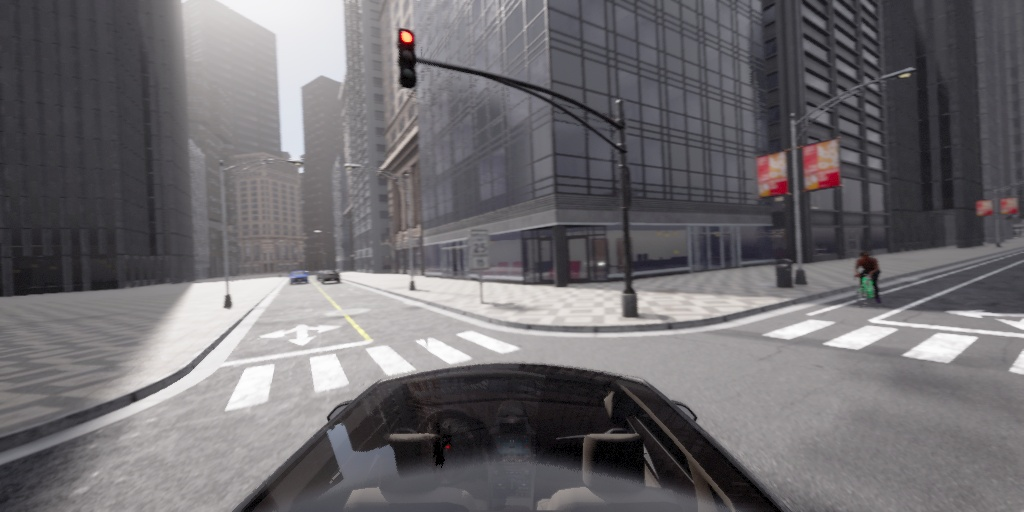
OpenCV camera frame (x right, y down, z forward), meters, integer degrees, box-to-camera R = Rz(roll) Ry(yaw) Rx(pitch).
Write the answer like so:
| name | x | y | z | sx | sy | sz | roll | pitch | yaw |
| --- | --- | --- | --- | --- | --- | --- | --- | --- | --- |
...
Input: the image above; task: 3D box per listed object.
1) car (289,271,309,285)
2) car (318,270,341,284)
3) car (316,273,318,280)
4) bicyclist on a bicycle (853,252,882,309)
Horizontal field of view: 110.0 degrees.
| name | x | y | z | sx | sy | sz | roll | pitch | yaw |
| --- | --- | --- | --- | --- | --- | --- | --- | --- | --- |
| car | -25.486 | 2.529 | 42.958 | 1.882 | 1.535 | 5.008 | -3 | 0 | -31 |
| car | -20.407 | 2.304 | 40.339 | 1.837 | 1.490 | 4.892 | -3 | 0 | -30 |
| car | -25.811 | 2.625 | 49.372 | 2.033 | 1.411 | 5.357 | -3 | 0 | -31 |
| bicyclist on a bicycle | 10.364 | 0.691 | 10.443 | 1.656 | 1.620 | 0.582 | -3 | 0 | -31 |
